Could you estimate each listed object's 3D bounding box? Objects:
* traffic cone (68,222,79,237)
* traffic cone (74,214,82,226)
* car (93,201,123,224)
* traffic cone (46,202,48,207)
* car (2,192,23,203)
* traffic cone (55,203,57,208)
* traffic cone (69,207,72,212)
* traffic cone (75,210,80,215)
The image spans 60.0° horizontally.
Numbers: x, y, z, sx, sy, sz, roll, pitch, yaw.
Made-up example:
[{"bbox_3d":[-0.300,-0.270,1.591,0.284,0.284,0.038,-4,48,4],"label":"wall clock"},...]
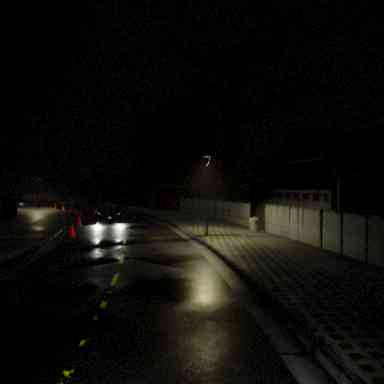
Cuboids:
[{"bbox_3d":[-5.868,1.891,16.306,0.340,0.580,0.340,0,0,-13],"label":"traffic cone"},{"bbox_3d":[-7.119,1.870,20.988,0.340,0.580,0.340,0,0,-17],"label":"traffic cone"},{"bbox_3d":[-6.246,1.424,24.348,1.812,1.442,4.674,0,0,-19],"label":"car"},{"bbox_3d":[-20.413,1.754,46.664,0.340,0.580,0.340,0,0,-38],"label":"traffic cone"},{"bbox_3d":[-33.319,0.950,61.438,5.566,2.045,2.150,0,0,43],"label":"car"},{"bbox_3d":[-17.548,1.772,42.755,0.340,0.580,0.340,0,0,-34],"label":"traffic cone"},{"bbox_3d":[-12.571,1.810,34.445,0.340,0.580,0.340,0,0,-27],"label":"traffic cone"},{"bbox_3d":[-8.658,1.849,25.583,0.340,0.580,0.340,0,0,-20],"label":"traffic cone"}]
